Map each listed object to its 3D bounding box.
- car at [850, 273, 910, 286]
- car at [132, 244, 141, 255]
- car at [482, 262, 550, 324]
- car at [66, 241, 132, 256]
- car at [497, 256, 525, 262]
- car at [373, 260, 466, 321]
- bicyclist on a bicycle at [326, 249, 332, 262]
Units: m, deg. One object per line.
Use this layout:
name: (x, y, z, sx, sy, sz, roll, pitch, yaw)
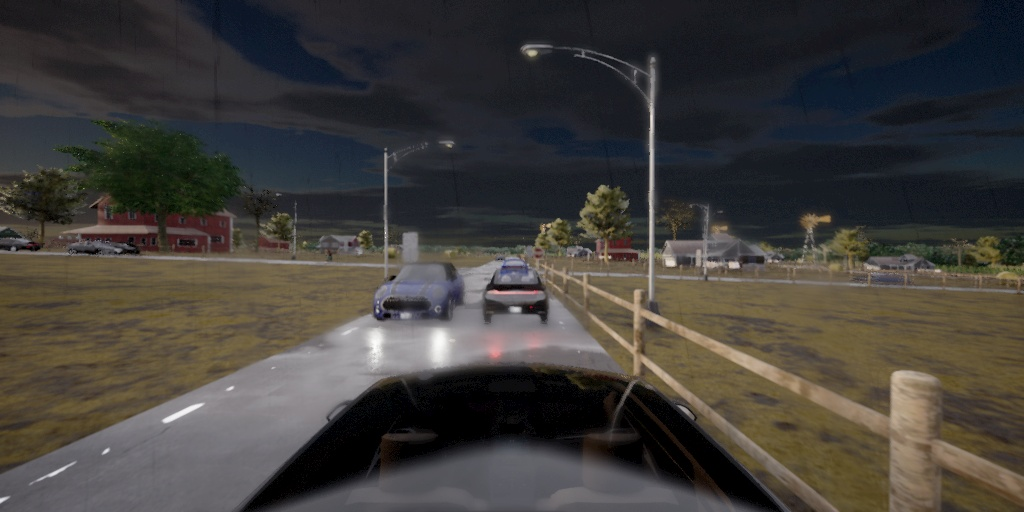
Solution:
car: (41.851, 2.597, 40.778, 5.357, 1.411, 2.033, 2, 1, 0)
car: (-45.417, -0.850, 40.969, 4.892, 1.490, 1.837, 2, 1, 1)
car: (0.119, 1.119, 11.486, 2.128, 1.511, 4.902, 0, 1, 0)
car: (-44.215, -0.789, 38.123, 4.902, 1.511, 2.128, 2, 1, 1)
car: (0.204, 0.951, 25.195, 1.882, 1.535, 5.008, 0, 0, 2)
car: (-2.801, 0.975, 11.758, 2.097, 1.767, 4.553, 0, 1, 0)
bicyclist on a bicycle: (-22.443, -0.087, 44.013, 0.582, 1.620, 1.656, 2, 0, 0)
